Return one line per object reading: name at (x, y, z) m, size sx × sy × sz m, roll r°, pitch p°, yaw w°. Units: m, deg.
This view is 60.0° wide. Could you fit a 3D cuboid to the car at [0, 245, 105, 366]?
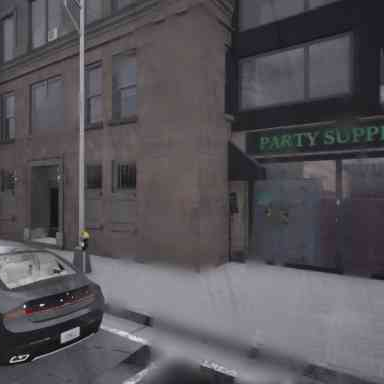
car at (-3.297, 1.551, 5.428) m, size 4.403 × 1.369 × 2.008 m, roll 0°, pitch 0°, yaw 35°
